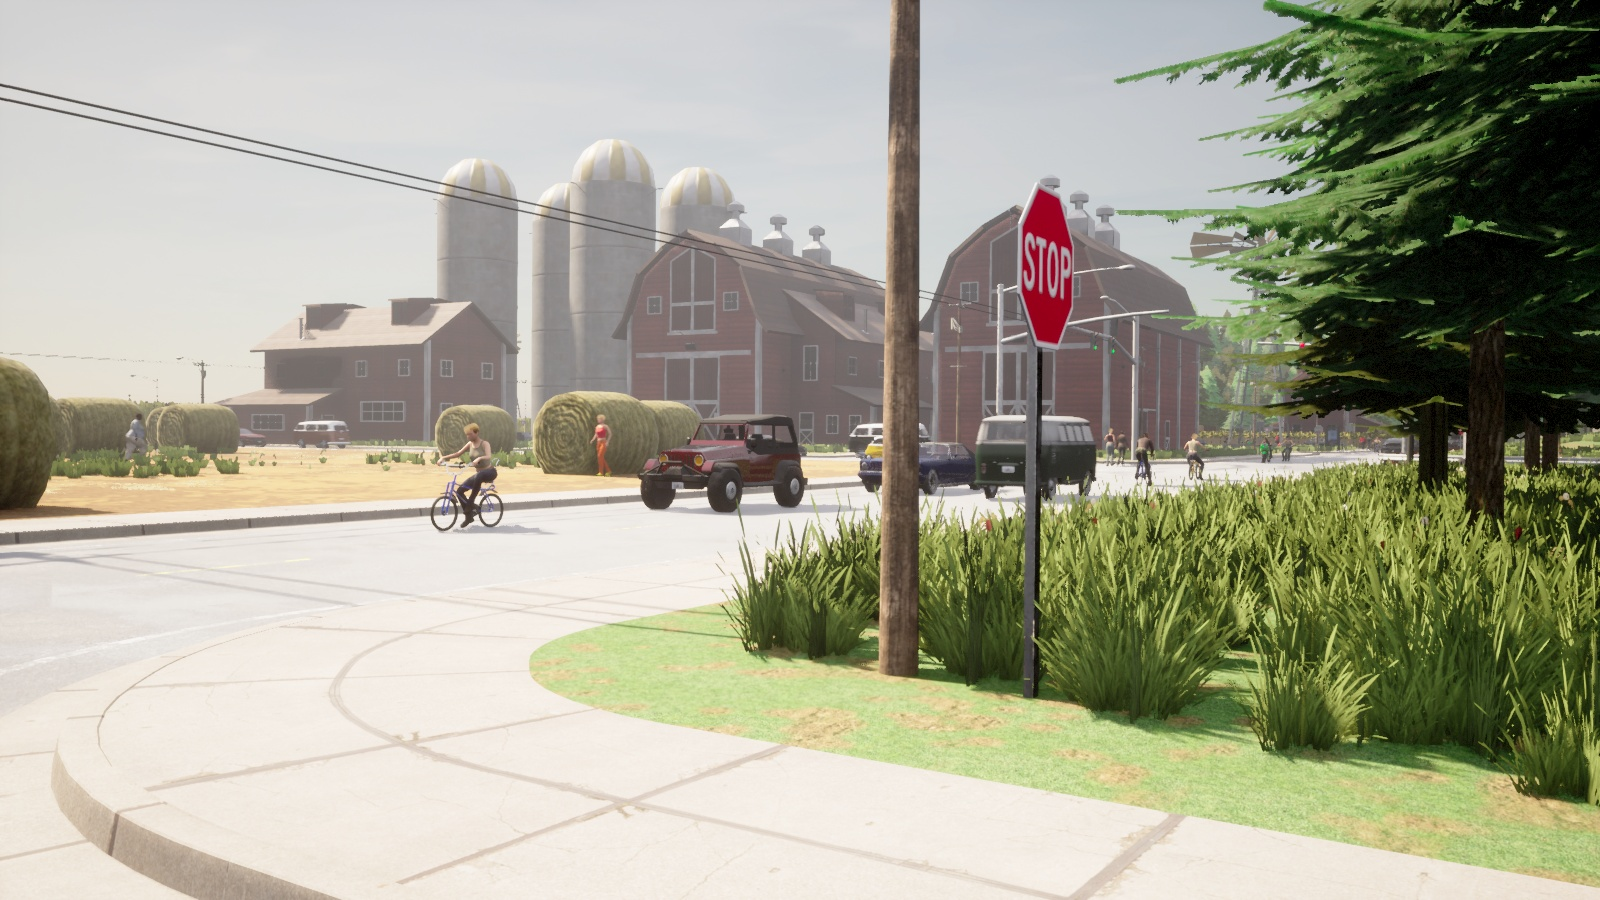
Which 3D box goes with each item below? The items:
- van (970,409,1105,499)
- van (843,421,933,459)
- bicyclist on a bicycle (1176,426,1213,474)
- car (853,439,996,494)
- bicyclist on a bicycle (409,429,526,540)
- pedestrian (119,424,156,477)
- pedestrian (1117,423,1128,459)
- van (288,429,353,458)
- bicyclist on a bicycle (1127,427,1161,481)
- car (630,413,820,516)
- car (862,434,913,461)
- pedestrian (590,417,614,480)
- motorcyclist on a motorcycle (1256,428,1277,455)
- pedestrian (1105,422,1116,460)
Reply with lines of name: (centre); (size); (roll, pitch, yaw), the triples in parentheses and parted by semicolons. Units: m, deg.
van: (5.810, 0.052, 30.327); (1.775, 1.987, 4.442); (0, 1, 31)
van: (4.827, -0.542, 68.817); (4.480, 2.038, 2.069); (0, 1, 30)
bicyclist on a bicycle: (13.684, -0.015, 43.524); (0.866, 1.612, 1.509); (0, 1, 31)
car: (3.359, 0.385, 33.049); (1.895, 1.301, 4.718); (0, 1, 31)
bicyclist on a bicycle: (-5.018, 0.488, 19.032); (0.866, 1.612, 1.509); (0, 1, 31)
pedestrian: (-23.543, -0.005, 44.627); (0.874, 1.855, 0.900); (0, 1, 41)
pedestrian: (16.233, -0.469, 63.269); (0.328, 1.805, 0.869); (0, 1, 29)
van: (-34.977, -0.471, 91.624); (4.480, 2.038, 2.069); (0, 1, 30)
bicyclist on a bicycle: (10.448, 0.104, 38.093); (0.582, 1.620, 1.656); (0, 1, 31)
car: (-1.407, 0.233, 25.069); (1.905, 1.878, 3.866); (0, 1, 31)
car: (4.517, -0.138, 64.968); (2.207, 1.376, 1.481); (0, 1, 30)
pedestrian: (-5.774, -0.046, 36.572); (0.345, 1.836, 0.594); (0, 1, 42)
motorcyclist on a motorcycle: (26.969, -0.487, 72.584); (0.797, 1.523, 2.044); (0, 1, 31)
pedestrian: (15.031, -0.424, 60.774); (0.345, 1.836, 0.594); (0, 1, 28)
